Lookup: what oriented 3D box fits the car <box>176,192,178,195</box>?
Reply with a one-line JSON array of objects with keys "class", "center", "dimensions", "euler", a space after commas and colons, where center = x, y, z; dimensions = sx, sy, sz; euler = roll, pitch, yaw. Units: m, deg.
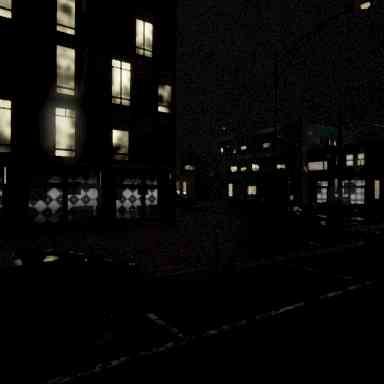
[{"class": "car", "center": [-0.643, 1.101, 47.613], "dimensions": [2.008, 1.369, 4.403], "euler": [1, 0, -36]}]

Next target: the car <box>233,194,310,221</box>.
[{"class": "car", "center": [5.774, 1.101, 24.781], "dimensions": [2.192, 1.841, 5.009], "euler": [1, 0, -36]}]

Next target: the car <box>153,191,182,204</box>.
[{"class": "car", "center": [-3.927, 0.793, 52.077], "dimensions": [2.192, 1.841, 5.009], "euler": [1, 0, -36]}]

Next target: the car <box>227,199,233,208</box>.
[{"class": "car", "center": [5.937, 1.130, 38.683], "dimensions": [1.967, 1.590, 4.097], "euler": [1, 0, -36]}]

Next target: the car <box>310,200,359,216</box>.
[{"class": "car", "center": [12.515, 1.371, 29.752], "dimensions": [1.887, 1.381, 4.507], "euler": [1, 0, -36]}]

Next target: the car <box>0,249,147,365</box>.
[{"class": "car", "center": [-2.722, 1.566, 4.613], "dimensions": [4.313, 1.339, 1.947], "euler": [0, 0, -36]}]

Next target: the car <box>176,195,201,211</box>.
[{"class": "car", "center": [-0.812, 1.231, 33.712], "dimensions": [1.802, 1.307, 4.206], "euler": [1, 0, -36]}]

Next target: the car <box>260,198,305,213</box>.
[{"class": "car", "center": [9.225, 1.340, 34.216], "dimensions": [1.802, 1.307, 4.206], "euler": [1, 0, -36]}]
